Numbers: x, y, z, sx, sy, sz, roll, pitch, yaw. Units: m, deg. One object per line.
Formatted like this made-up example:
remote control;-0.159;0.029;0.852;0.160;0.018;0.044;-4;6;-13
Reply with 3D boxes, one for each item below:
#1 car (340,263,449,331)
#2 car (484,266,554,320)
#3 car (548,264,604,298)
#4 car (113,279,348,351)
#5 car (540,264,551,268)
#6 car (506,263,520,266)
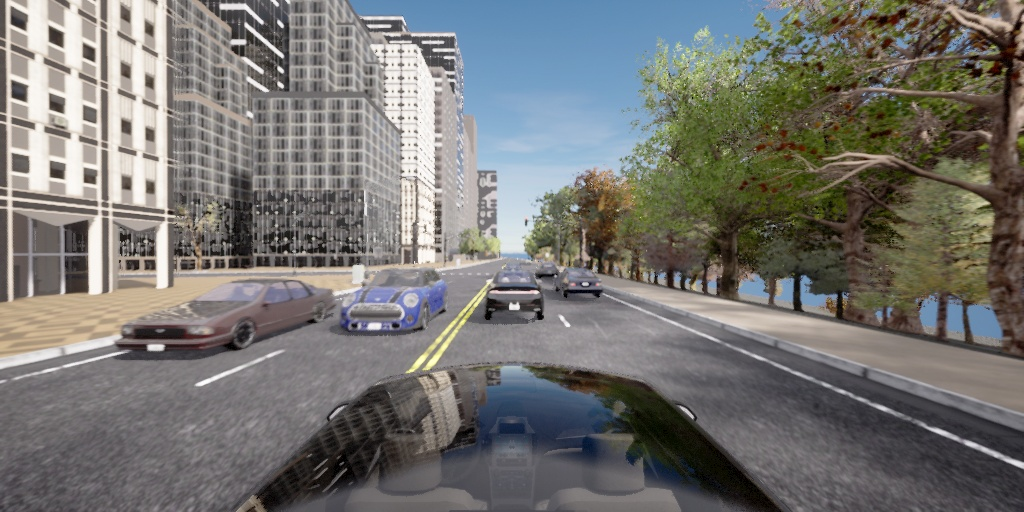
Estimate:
car;-3.324;1.122;10.989;2.097;1.767;4.553;0;0;1
car;0.079;1.268;12.774;2.128;1.511;4.902;0;0;0
car;3.345;1.336;18.834;2.033;1.411;5.357;0;0;0
car;-6.578;1.315;9.294;2.033;1.411;5.357;0;0;0
car;3.344;1.389;33.847;1.994;1.385;4.181;0;0;0
car;0.095;1.371;33.015;2.033;1.411;5.357;0;0;0
